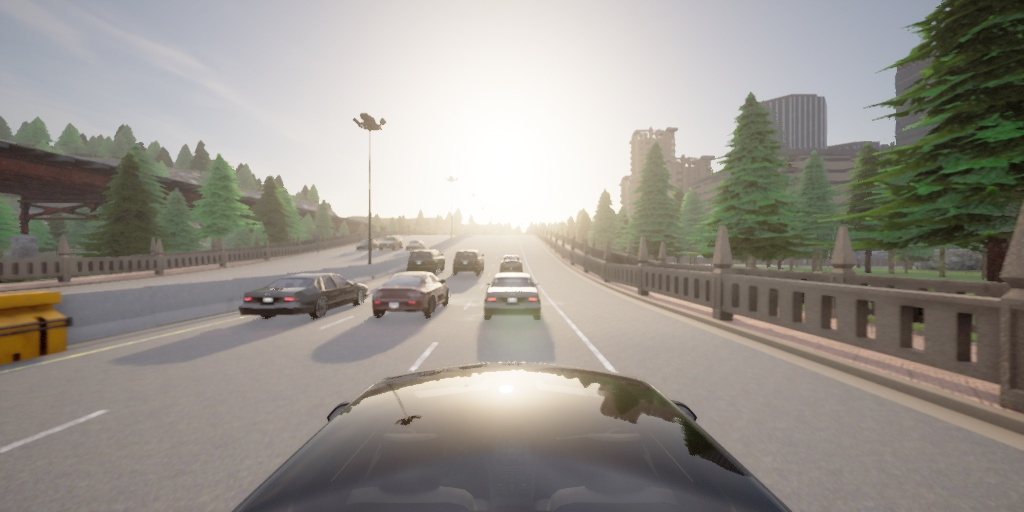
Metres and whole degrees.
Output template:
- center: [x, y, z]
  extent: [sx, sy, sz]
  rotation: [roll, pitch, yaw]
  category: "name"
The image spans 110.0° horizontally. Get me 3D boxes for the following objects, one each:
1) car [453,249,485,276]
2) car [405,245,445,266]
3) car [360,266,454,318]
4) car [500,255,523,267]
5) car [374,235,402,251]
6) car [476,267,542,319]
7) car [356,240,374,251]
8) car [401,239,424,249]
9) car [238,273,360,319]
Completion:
- center: [-3.551, 0.431, 29.907]
  extent: [2.150, 2.045, 5.566]
  rotation: [0, 4, 0]
  category: "car"
- center: [-7.051, 0.433, 29.868]
  extent: [2.150, 2.045, 5.566]
  rotation: [0, 4, 0]
  category: "car"
- center: [-3.478, 1.276, 12.907]
  extent: [1.812, 1.442, 4.674]
  rotation: [0, 0, 0]
  category: "car"
- center: [-0.052, 0.619, 31.130]
  extent: [2.128, 1.511, 4.902]
  rotation: [0, 4, 0]
  category: "car"
- center: [-17.812, -1.901, 52.851]
  extent: [2.150, 2.045, 5.566]
  rotation: [0, 7, 0]
  category: "car"
- center: [0.022, 1.298, 12.761]
  extent: [2.033, 1.411, 5.357]
  rotation: [0, 0, 0]
  category: "car"
- center: [-21.311, -1.626, 52.918]
  extent: [1.837, 1.490, 4.892]
  rotation: [0, 7, 0]
  category: "car"
- center: [-14.315, -1.624, 52.941]
  extent: [1.837, 1.490, 4.892]
  rotation: [0, 7, 0]
  category: "car"
- center: [-6.978, 1.298, 12.780]
  extent: [2.033, 1.411, 5.357]
  rotation: [0, 0, 0]
  category: "car"
